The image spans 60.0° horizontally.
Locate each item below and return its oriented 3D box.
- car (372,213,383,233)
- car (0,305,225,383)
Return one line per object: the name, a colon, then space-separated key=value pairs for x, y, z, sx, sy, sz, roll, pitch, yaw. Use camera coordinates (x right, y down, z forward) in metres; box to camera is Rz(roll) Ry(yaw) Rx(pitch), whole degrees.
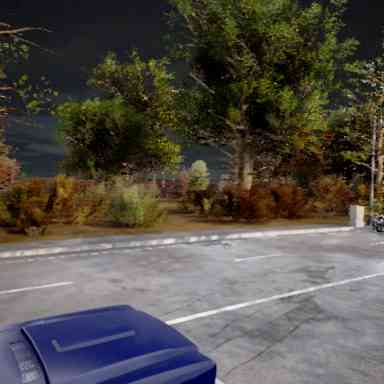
car: x=12.534 y=1.464 z=18.967 sx=4.553 sy=1.767 sz=2.097 roll=0 pitch=-1 yaw=-25
car: x=-2.043 y=1.587 z=2.223 sx=4.718 sy=1.301 sz=1.895 roll=0 pitch=0 yaw=-35
